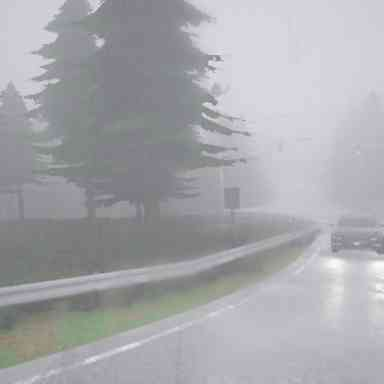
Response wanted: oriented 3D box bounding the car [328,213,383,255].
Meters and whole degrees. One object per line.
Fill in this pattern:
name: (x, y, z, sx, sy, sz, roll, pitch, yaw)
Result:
car: (7.128, 1.688, 14.315, 1.837, 1.490, 4.892, -2, -2, 28)
